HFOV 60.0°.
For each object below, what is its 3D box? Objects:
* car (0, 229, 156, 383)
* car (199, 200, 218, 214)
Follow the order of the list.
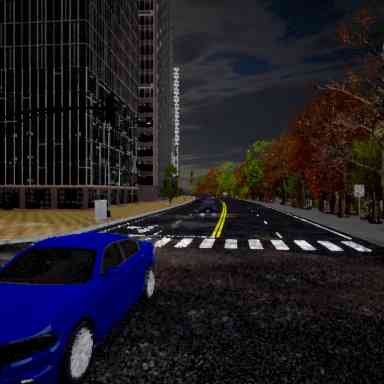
[{"bbox_3d":[-2.000,1.499,5.691,1.882,1.535,5.008,0,0,8],"label":"car"},{"bbox_3d":[1.890,1.556,36.418,2.033,1.411,5.357,0,0,6],"label":"car"}]
